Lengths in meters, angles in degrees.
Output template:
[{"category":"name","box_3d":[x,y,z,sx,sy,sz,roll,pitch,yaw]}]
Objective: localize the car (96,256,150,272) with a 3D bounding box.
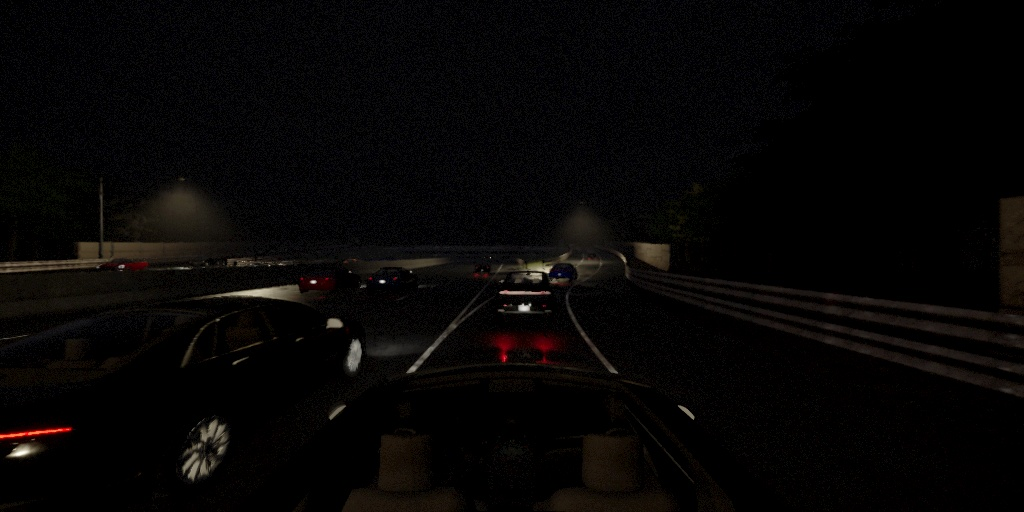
[{"category":"car","box_3d":[-38.084,0.956,35.209,2.097,1.767,4.553,0,1,-20]}]

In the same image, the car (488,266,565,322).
[{"category":"car","box_3d":[0.560,1.254,12.422,2.128,1.511,4.902,0,0,5]}]

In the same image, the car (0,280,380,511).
[{"category":"car","box_3d":[-3.500,1.259,4.439,1.837,1.490,4.892,0,0,0]}]

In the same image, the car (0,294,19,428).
[{"category":"car","box_3d":[-6.898,1.227,1.826,1.882,1.535,5.008,0,0,0]}]

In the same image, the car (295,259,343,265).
[{"category":"car","box_3d":[-21.160,1.284,39.556,2.128,1.511,4.902,0,0,0]}]

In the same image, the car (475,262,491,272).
[{"category":"car","box_3d":[-3.600,1.401,45.372,1.895,1.301,4.718,0,0,0]}]

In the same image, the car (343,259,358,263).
[{"category":"car","box_3d":[-24.725,1.239,55.386,1.882,1.535,5.008,0,0,0]}]

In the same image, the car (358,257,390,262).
[{"category":"car","box_3d":[-21.225,1.309,55.470,2.033,1.411,5.357,0,0,0]}]

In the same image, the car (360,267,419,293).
[{"category":"car","box_3d":[-6.907,1.336,21.094,1.994,1.385,4.181,0,0,0]}]

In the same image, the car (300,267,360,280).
[{"category":"car","box_3d":[-10.407,1.336,20.788,1.994,1.385,4.181,0,0,0]}]

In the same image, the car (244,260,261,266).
[{"category":"car","box_3d":[-28.156,1.393,39.745,1.895,1.301,4.718,0,0,0]}]

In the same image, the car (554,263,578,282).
[{"category":"car","box_3d":[4.546,1.363,31.161,1.882,1.535,5.008,0,-1,17]}]

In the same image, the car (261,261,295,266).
[{"category":"car","box_3d":[-24.658,1.284,39.501,2.128,1.511,4.902,0,0,0]}]
